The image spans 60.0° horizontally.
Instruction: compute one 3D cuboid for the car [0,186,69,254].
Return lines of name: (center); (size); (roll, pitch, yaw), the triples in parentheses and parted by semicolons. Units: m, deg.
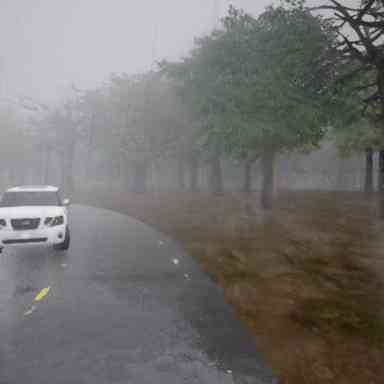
car: (-5.707, 0.809, 12.000); (2.150, 2.045, 5.566); (-1, 2, -21)
